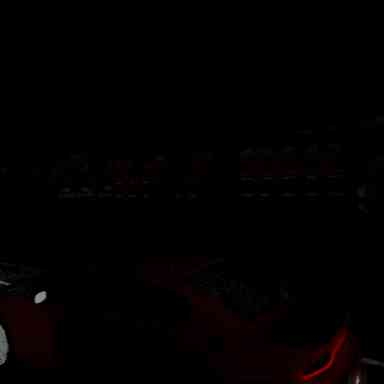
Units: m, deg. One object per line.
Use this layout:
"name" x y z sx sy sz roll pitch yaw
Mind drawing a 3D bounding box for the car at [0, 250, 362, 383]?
"car" -0.668 1.506 4.220 5.008 1.535 1.882 -1 -1 31
